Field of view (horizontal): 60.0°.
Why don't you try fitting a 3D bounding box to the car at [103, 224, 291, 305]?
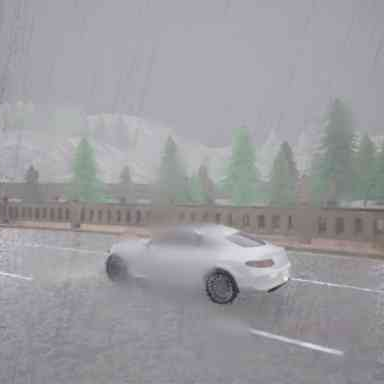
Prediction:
[{"bbox_3d":[-0.047,1.501,7.976,4.674,1.442,1.812,0,0,33],"label":"car"}]
